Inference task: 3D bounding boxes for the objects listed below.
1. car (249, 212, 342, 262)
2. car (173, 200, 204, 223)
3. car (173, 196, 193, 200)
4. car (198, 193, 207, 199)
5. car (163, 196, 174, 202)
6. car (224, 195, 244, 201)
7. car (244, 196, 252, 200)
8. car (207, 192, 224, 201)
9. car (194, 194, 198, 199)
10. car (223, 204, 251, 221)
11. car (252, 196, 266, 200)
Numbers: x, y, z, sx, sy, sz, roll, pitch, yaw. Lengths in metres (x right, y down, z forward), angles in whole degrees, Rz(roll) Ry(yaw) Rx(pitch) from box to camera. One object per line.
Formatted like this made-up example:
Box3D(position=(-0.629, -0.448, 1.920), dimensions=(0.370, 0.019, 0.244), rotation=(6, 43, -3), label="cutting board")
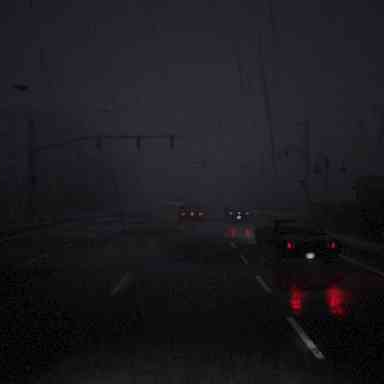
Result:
Box3D(position=(3.536, 1.614, 12.107), dimensions=(1.895, 1.301, 4.718), rotation=(0, 0, 1), label="car")
Box3D(position=(-0.179, 1.575, 25.543), dimensions=(2.033, 1.411, 5.357), rotation=(0, 0, -5), label="car")
Box3D(position=(-1.954, 1.674, 74.440), dimensions=(1.895, 1.301, 4.718), rotation=(0, 0, 15), label="car")
Box3D(position=(4.712, 1.120, 88.612), dimensions=(2.150, 2.045, 5.566), rotation=(0, 0, 35), label="car")
Box3D(position=(-4.982, 1.621, 76.511), dimensions=(2.033, 1.411, 5.357), rotation=(0, 0, 15), label="car")
Box3D(position=(10.715, 1.614, 84.965), dimensions=(1.812, 1.442, 4.674), rotation=(0, 0, 38), label="car")
Box3D(position=(13.739, 1.638, 93.619), dimensions=(5.357, 1.411, 2.033), rotation=(0, 0, -39), label="car")
Box3D(position=(6.821, 1.315, 85.450), dimensions=(2.150, 2.045, 5.566), rotation=(0, 0, 35), label="car")
Box3D(position=(1.893, 1.241, 90.688), dimensions=(2.097, 1.767, 4.553), rotation=(0, 0, 35), label="car")
Box3D(position=(3.576, 1.629, 27.108), dimensions=(1.895, 1.301, 4.718), rotation=(0, 0, 1), label="car")
Box3D(position=(18.626, 1.693, 93.151), dimensions=(4.718, 1.301, 1.895), rotation=(0, 0, -36), label="car")
